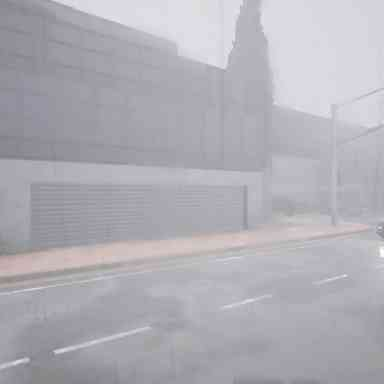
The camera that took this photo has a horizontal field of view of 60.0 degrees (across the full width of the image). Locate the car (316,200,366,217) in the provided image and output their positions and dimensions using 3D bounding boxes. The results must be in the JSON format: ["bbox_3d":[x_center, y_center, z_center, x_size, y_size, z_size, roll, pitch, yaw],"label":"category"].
[{"bbox_3d":[13.535,1.491,31.036,2.128,1.511,4.902,0,0,-37],"label":"car"}]

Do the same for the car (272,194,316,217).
[{"bbox_3d":[8.524,1.222,31.899,2.150,2.045,5.566,0,0,-37],"label":"car"}]

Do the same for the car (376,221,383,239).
[{"bbox_3d":[11.090,1.548,16.452,5.357,1.411,2.033,0,0,-40],"label":"car"}]
